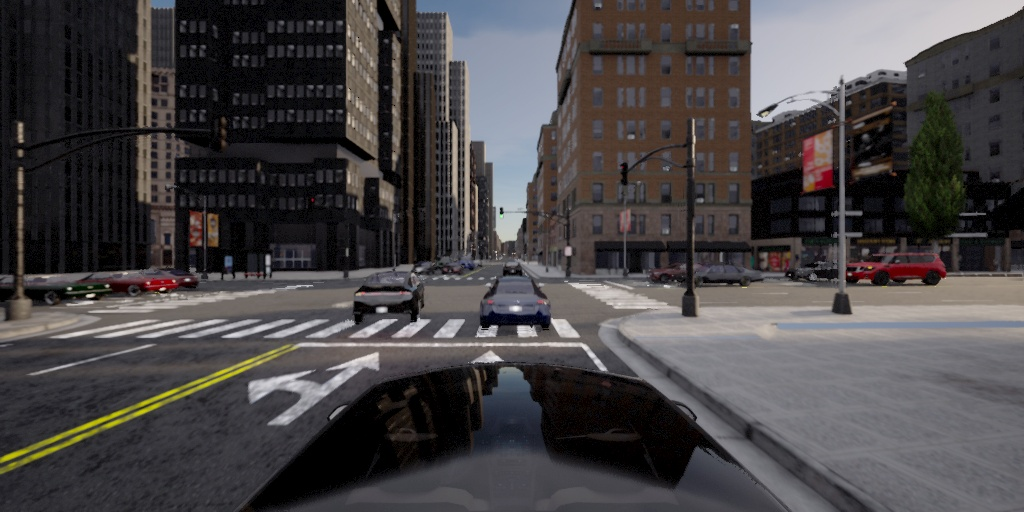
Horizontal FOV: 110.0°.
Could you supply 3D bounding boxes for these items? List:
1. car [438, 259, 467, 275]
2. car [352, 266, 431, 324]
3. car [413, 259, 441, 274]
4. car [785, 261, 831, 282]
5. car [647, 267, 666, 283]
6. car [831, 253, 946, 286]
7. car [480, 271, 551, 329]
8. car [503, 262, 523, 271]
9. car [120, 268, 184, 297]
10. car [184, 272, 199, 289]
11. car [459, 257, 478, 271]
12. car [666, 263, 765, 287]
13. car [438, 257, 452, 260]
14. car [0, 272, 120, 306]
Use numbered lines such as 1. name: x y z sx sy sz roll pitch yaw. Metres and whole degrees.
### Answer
1. car: -6.614 1.399 40.563 1.994 1.385 4.181 0 0 1
2. car: -4.022 1.262 12.209 2.128 1.511 4.902 0 0 -11
3. car: -9.879 1.327 40.480 2.128 1.511 4.902 0 0 -1
4. car: 23.042 1.112 26.626 4.892 1.490 1.837 -1 0 -1
5. car: 12.426 1.203 26.509 4.674 1.442 1.812 0 0 -1
6. car: 24.736 0.819 23.395 5.566 2.045 2.150 0 0 -1
7. car: 0.092 1.332 11.288 1.994 1.385 4.181 0 0 0
8. car: 0.070 1.306 36.879 1.882 1.535 5.008 0 0 0
9. car: -21.341 1.522 19.656 4.718 1.301 1.895 0 0 0
10. car: -22.614 1.496 22.895 4.181 1.385 1.994 0 0 3
11. car: -6.612 1.087 51.143 2.150 2.045 5.566 0 0 0
12. car: 13.253 1.218 23.265 5.357 1.411 2.033 0 0 -1
13. car: -9.856 1.089 52.215 2.150 2.045 5.566 0 0 0
14. car: -21.432 1.522 16.392 4.718 1.301 1.895 0 0 1
